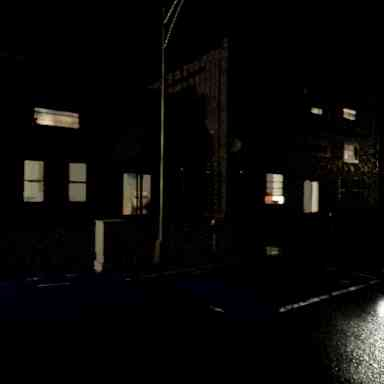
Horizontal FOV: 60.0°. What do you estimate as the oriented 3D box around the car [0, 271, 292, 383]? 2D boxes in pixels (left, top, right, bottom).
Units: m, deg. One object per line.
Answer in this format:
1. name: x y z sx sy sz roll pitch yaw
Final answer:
1. car: -1.426 1.456 2.389 5.008 1.535 1.882 0 0 -35
